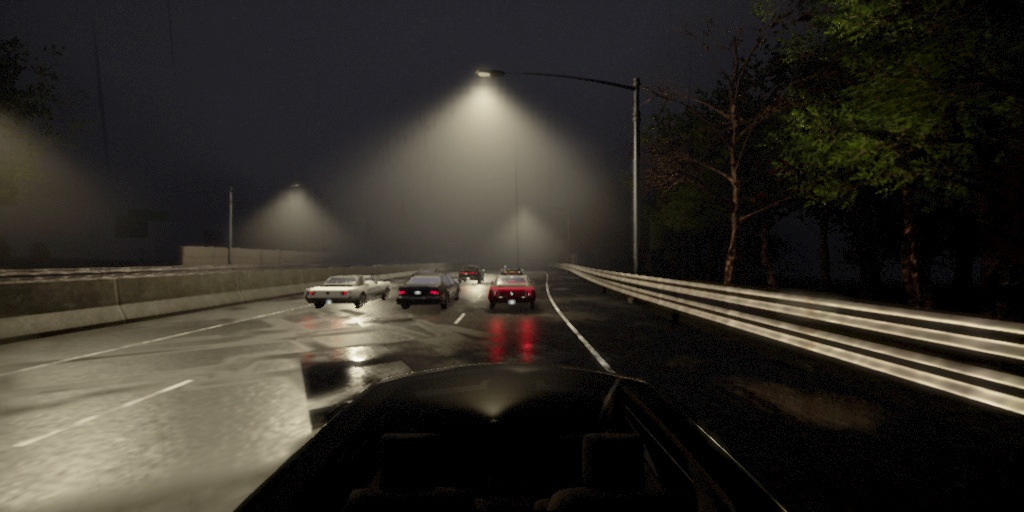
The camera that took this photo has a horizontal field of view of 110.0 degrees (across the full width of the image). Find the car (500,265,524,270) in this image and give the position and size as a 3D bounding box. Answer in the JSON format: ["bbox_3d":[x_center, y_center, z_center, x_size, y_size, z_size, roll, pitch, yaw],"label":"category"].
[{"bbox_3d":[0.002,1.543,31.136,2.128,1.511,4.902,0,-1,0],"label":"car"}]

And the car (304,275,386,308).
[{"bbox_3d":[-7.000,1.492,15.946,1.895,1.301,4.718,0,-1,0],"label":"car"}]

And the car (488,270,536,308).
[{"bbox_3d":[0.000,1.492,15.951,1.895,1.301,4.718,0,-1,0],"label":"car"}]

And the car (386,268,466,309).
[{"bbox_3d":[-3.500,1.438,15.829,2.033,1.411,5.357,0,-1,0],"label":"car"}]

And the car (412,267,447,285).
[{"bbox_3d":[-7.001,1.649,30.945,1.895,1.301,4.718,0,-1,0],"label":"car"}]

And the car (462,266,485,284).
[{"bbox_3d":[-3.499,1.558,31.148,1.837,1.490,4.892,0,0,0],"label":"car"}]
